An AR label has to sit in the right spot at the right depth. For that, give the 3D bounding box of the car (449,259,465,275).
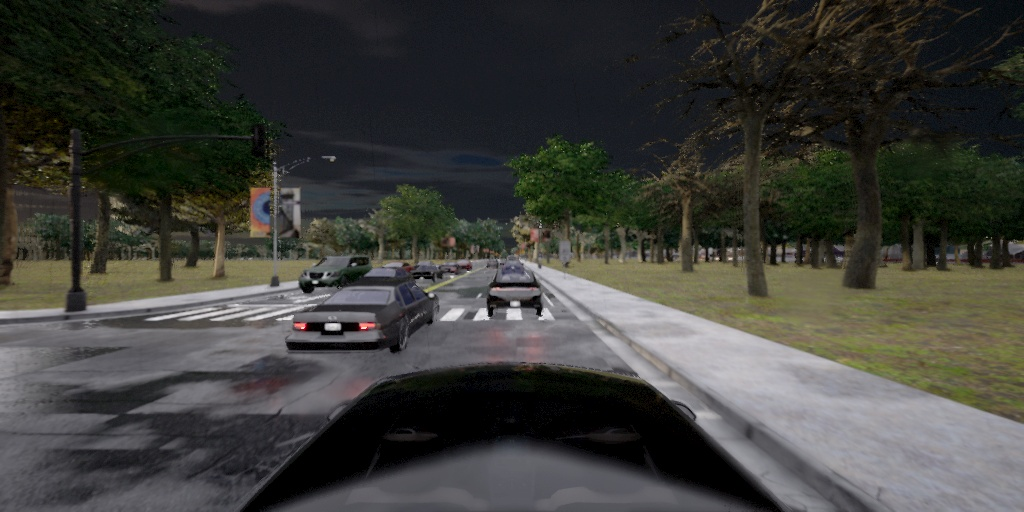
[{"bbox_3d":[-6.572,1.283,38.493,1.994,1.385,4.181,0,0,1],"label":"car"}]

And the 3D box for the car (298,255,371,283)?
[{"bbox_3d":[-9.840,0.952,20.686,2.150,2.045,5.566,0,0,0],"label":"car"}]

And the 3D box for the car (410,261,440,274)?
[{"bbox_3d":[-9.806,1.266,40.960,2.033,1.411,5.357,0,0,0],"label":"car"}]

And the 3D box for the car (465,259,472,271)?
[{"bbox_3d":[-6.513,1.195,48.745,1.882,1.535,5.008,0,0,0],"label":"car"}]

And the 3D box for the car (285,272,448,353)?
[{"bbox_3d":[-3.153,1.290,8.820,2.033,1.411,5.357,0,0,0],"label":"car"}]

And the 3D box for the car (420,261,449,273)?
[{"bbox_3d":[-6.601,1.325,28.481,1.895,1.301,4.718,0,0,0],"label":"car"}]

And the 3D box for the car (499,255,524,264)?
[{"bbox_3d":[0.092,1.072,34.975,2.097,1.767,4.553,0,0,0],"label":"car"}]

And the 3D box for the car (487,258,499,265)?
[{"bbox_3d":[-3.186,1.208,60.597,2.128,1.511,4.902,0,0,0],"label":"car"}]

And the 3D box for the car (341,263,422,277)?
[{"bbox_3d":[-6.604,1.279,18.893,2.033,1.411,5.357,0,0,0],"label":"car"}]

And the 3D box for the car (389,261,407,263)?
[{"bbox_3d":[-9.849,1.201,30.672,1.882,1.535,5.008,0,0,0],"label":"car"}]

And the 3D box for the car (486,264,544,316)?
[{"bbox_3d":[0.095,1.228,13.286,2.128,1.511,4.902,0,0,0],"label":"car"}]
